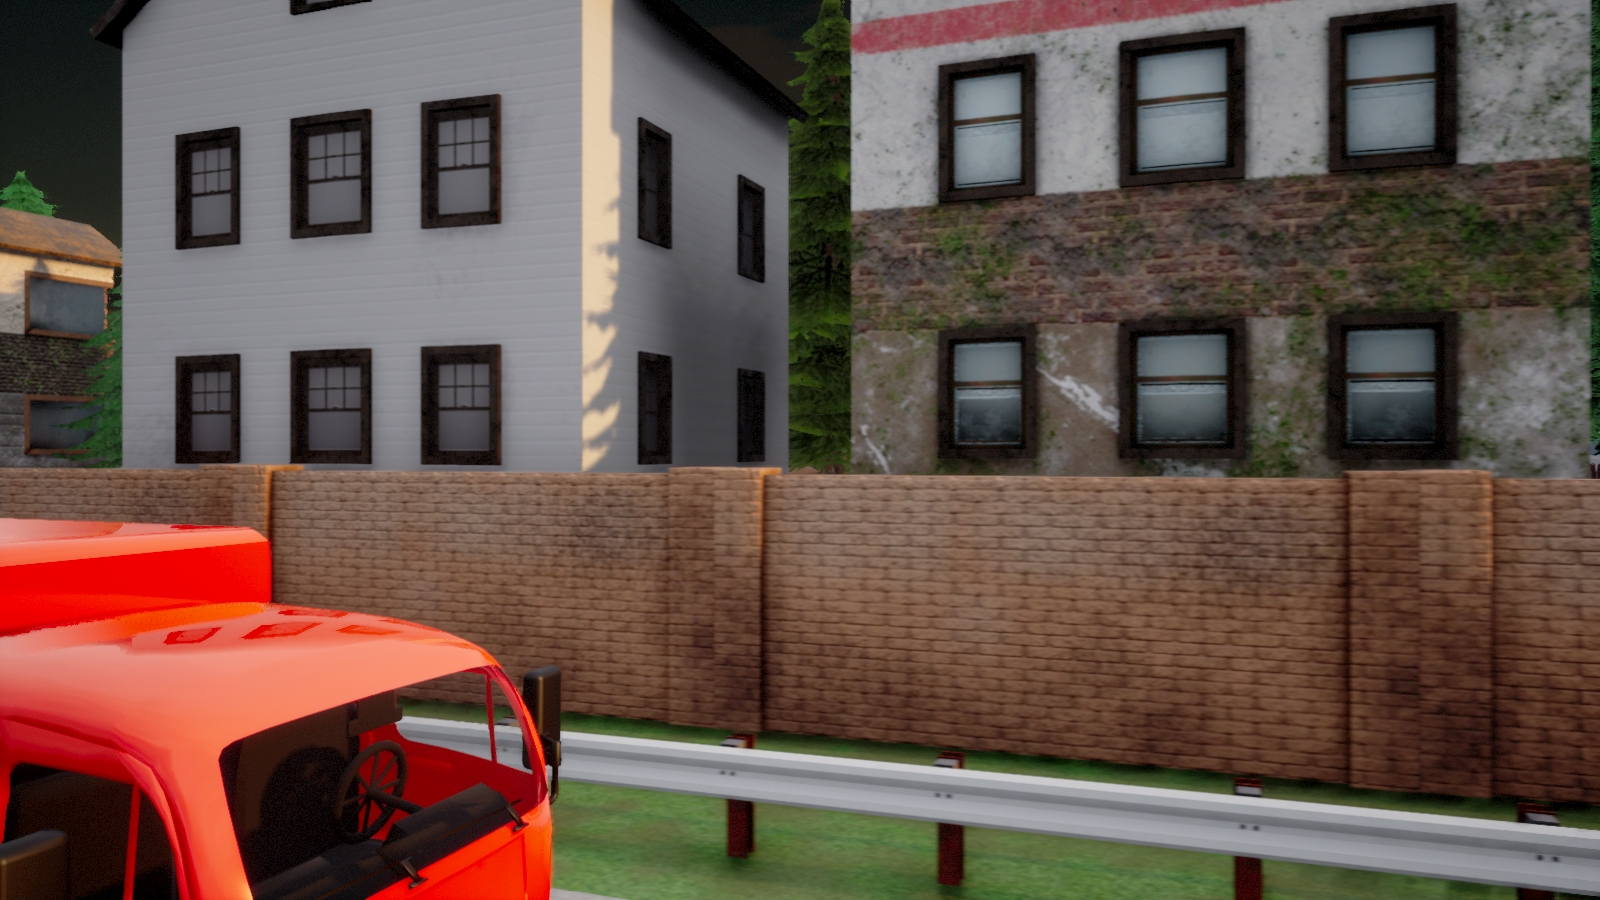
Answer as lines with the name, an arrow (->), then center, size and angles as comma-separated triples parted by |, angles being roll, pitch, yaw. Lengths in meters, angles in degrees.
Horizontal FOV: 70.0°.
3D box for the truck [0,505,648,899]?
truck -> -3.569, 1.557, 4.590 | 5.204, 2.467, 2.627 | 1, 0, 20
